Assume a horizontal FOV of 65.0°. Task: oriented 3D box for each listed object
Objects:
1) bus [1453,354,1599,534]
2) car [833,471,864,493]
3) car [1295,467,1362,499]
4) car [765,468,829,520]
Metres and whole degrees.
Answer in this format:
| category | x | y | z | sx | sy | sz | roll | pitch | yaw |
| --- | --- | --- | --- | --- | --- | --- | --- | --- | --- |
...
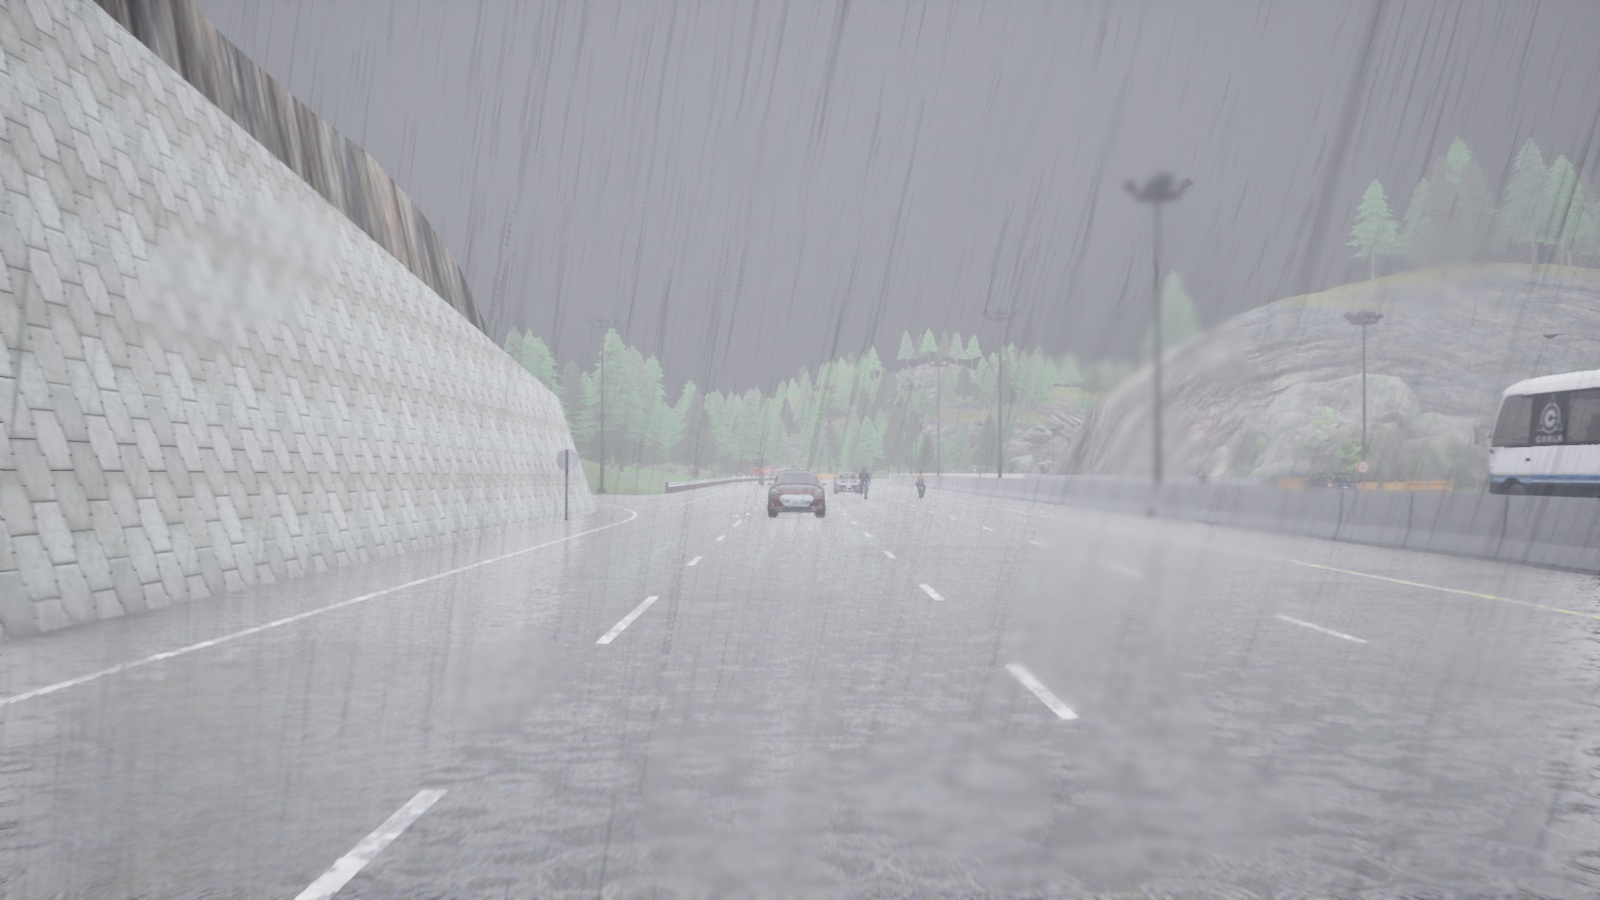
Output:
| category | x | y | z | sx | sy | sz | roll | pitch | yaw |
| --- | --- | --- | --- | --- | --- | --- | --- | --- | --- |
| bus | 20.919 | -0.123 | 31.205 | 3.944 | 4.253 | 10.273 | 0 | -1 | 0 |
| car | 3.290 | 2.215 | 86.502 | 1.970 | 1.475 | 3.806 | 0 | -1 | 0 |
| car | 27.839 | 1.711 | 66.282 | 1.851 | 1.617 | 3.988 | 0 | -1 | 0 |
| car | -0.105 | 1.465 | 43.000 | 2.033 | 1.649 | 4.856 | 0 | -1 | 0 |
